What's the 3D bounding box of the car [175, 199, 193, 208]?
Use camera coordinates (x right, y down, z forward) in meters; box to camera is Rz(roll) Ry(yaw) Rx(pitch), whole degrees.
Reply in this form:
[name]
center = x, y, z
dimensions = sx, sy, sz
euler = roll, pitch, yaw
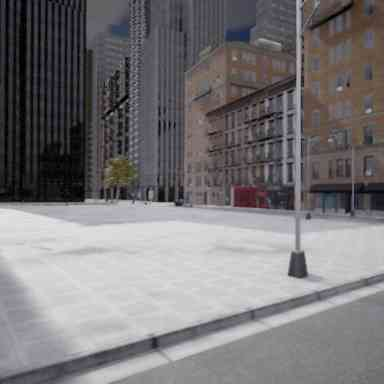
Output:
[car]
center = -1.498, 2.091, 59.623
dimensions = 2.128, 1.511, 4.902
euler = 0, -1, -26
